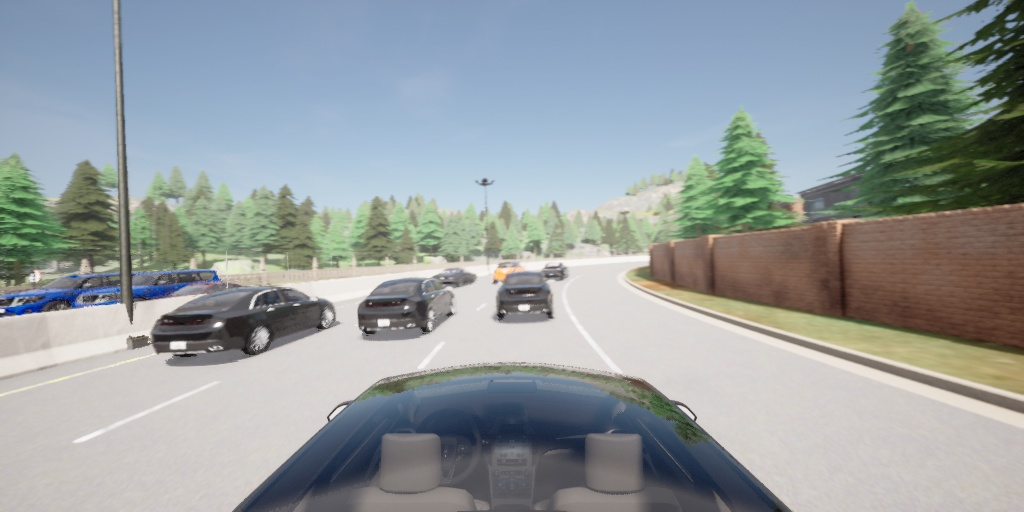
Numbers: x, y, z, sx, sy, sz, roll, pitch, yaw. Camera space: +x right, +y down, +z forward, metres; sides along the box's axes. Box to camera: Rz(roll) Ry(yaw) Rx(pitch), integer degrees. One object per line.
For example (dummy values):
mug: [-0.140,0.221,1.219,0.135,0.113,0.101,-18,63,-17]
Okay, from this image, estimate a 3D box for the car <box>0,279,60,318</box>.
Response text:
car: [-20.367,1.880,17.252,2.150,2.045,5.566,-2,-1,6]

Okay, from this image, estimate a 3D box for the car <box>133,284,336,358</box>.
car: [-6.663,1.567,9.640,1.837,1.490,4.892,-2,0,2]

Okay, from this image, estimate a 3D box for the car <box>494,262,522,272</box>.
car: [-0.011,1.261,30.176,2.097,1.767,4.553,-2,0,15]

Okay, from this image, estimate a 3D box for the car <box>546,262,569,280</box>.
car: [3.770,1.251,30.816,2.128,1.511,4.902,-2,0,16]

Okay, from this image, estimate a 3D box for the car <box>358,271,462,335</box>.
car: [-3.091,1.433,11.389,1.837,1.490,4.892,-3,0,3]

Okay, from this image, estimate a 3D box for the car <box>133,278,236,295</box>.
car: [-13.465,1.896,15.716,1.812,1.442,4.674,-2,-1,6]

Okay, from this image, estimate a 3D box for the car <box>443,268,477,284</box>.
car: [-4.323,1.616,27.644,2.033,1.411,5.357,-2,0,13]

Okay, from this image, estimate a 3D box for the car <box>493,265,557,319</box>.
car: [0.521,1.297,13.085,1.837,1.490,4.892,-3,0,4]

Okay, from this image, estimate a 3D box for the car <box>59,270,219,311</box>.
car: [-16.874,1.739,17.194,2.150,2.045,5.566,-3,-1,6]
